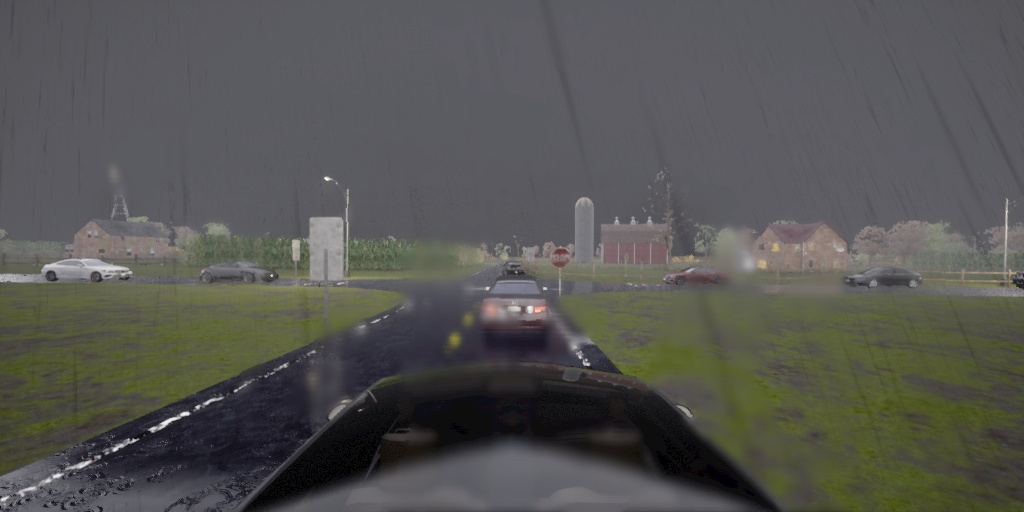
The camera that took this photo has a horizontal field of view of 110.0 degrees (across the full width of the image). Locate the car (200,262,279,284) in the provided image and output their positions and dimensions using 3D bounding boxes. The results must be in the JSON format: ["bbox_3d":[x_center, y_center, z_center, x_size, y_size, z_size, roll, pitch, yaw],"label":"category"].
[{"bbox_3d":[-17.796,1.091,23.540,4.181,1.385,1.994,1,1,0],"label":"car"}]

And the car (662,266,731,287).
[{"bbox_3d":[13.633,1.472,26.558,4.674,1.442,1.812,1,1,0],"label":"car"}]

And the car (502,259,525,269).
[{"bbox_3d":[0.136,1.262,35.747,1.837,1.490,4.892,-2,0,-6],"label":"car"}]

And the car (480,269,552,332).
[{"bbox_3d":[0.145,1.295,10.826,2.033,1.411,5.357,0,0,1],"label":"car"}]

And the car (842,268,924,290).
[{"bbox_3d":[27.419,1.639,26.578,4.892,1.490,1.837,1,1,0],"label":"car"}]

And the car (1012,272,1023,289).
[{"bbox_3d":[41.011,1.537,26.568,5.566,2.045,2.150,1,1,1],"label":"car"}]

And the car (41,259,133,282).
[{"bbox_3d":[-27.841,0.903,23.526,4.674,1.442,1.812,1,1,0],"label":"car"}]
